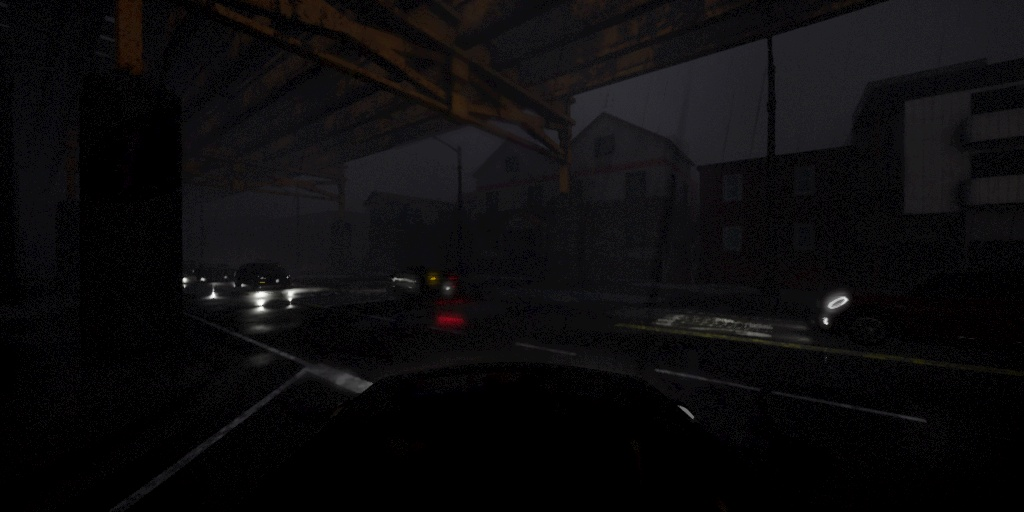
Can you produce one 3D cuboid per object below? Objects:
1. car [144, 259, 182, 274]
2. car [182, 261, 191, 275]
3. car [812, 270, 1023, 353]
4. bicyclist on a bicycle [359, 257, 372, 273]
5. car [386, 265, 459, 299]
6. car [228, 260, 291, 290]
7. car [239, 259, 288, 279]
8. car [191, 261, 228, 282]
[{"bbox_3d":[-36.742,1.065,37.740,4.892,1.490,1.837,0,0,33],"label":"car"},{"bbox_3d":[-29.601,1.150,32.742,4.181,1.385,1.994,0,0,37],"label":"car"},{"bbox_3d":[9.369,1.071,7.633,4.553,1.767,2.097,0,0,37],"label":"car"},{"bbox_3d":[-14.376,0.879,34.967,0.582,1.620,1.656,0,1,37],"label":"bicyclist on a bicycle"},{"bbox_3d":[-4.549,1.171,17.843,1.837,1.490,4.892,2,-1,-43],"label":"car"},{"bbox_3d":[-15.222,1.149,21.798,4.892,1.490,1.837,0,0,38],"label":"car"},{"bbox_3d":[-21.880,1.084,31.536,4.902,1.511,2.128,0,0,37],"label":"car"},{"bbox_3d":[-22.565,1.215,27.424,4.718,1.301,1.895,0,0,38],"label":"car"}]
